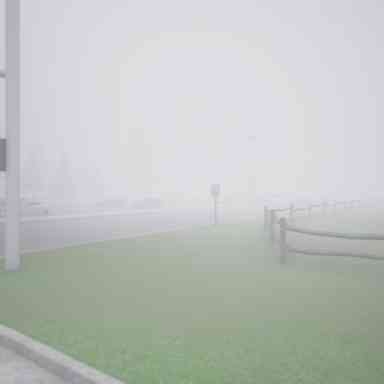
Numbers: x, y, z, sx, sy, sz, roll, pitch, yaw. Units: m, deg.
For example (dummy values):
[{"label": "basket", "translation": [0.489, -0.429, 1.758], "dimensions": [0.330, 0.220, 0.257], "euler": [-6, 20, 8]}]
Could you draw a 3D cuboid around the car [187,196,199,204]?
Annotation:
[{"label": "car", "translation": [0.860, 1.538, 64.303], "dimensions": [1.994, 1.385, 4.181], "euler": [0, 0, 36]}]

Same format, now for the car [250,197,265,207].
[{"label": "car", "translation": [10.880, 1.475, 52.413], "dimensions": [2.128, 1.511, 4.902], "euler": [0, 0, 36]}]

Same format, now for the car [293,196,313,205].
[{"label": "car", "translation": [19.662, 1.464, 58.651], "dimensions": [1.882, 1.535, 5.008], "euler": [0, 0, 36]}]

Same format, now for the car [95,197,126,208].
[{"label": "car", "translation": [-11.408, 1.449, 47.039], "dimensions": [1.882, 1.535, 5.008], "euler": [0, 0, 35]}]

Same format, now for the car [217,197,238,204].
[{"label": "car", "translation": [6.562, 1.545, 60.240], "dimensions": [1.994, 1.385, 4.181], "euler": [0, 0, 36]}]

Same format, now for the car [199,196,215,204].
[{"label": "car", "translation": [3.839, 1.642, 62.447], "dimensions": [1.895, 1.301, 4.718], "euler": [0, 0, 36]}]

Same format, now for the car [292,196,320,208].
[{"label": "car", "translation": [16.676, 1.553, 48.480], "dimensions": [1.994, 1.385, 4.181], "euler": [0, 0, 36]}]

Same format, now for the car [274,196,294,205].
[{"label": "car", "translation": [16.844, 1.461, 60.726], "dimensions": [1.882, 1.535, 5.008], "euler": [0, 0, 36]}]

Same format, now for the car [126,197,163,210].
[{"label": "car", "translation": [-5.778, 1.482, 42.875], "dimensions": [1.837, 1.490, 4.892], "euler": [0, 0, 35]}]

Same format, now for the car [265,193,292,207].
[{"label": "car", "translation": [13.554, 1.208, 50.132], "dimensions": [2.150, 2.045, 5.566], "euler": [0, 0, 38]}]

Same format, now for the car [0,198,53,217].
[{"label": "car", "translation": [-14.844, 1.503, 29.874], "dimensions": [1.812, 1.442, 4.674], "euler": [0, 0, 35]}]

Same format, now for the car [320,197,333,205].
[{"label": "car", "translation": [22.480, 1.536, 56.575], "dimensions": [2.033, 1.411, 5.357], "euler": [0, 0, 36]}]

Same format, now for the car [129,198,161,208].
[{"label": "car", "translation": [-6.653, 1.575, 47.738], "dimensions": [1.895, 1.301, 4.718], "euler": [0, 0, 35]}]
